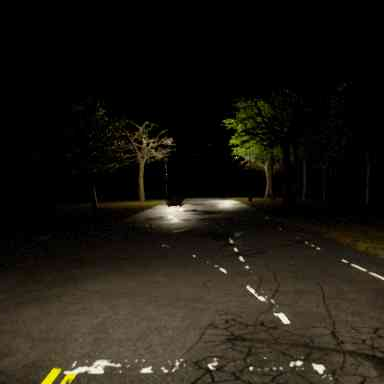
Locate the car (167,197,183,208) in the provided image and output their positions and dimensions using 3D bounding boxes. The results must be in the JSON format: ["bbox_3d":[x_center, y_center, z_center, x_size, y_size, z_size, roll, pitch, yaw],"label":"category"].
[{"bbox_3d":[-2.293,1.380,45.846,1.882,1.535,5.008,-1,1,2],"label":"car"}]
